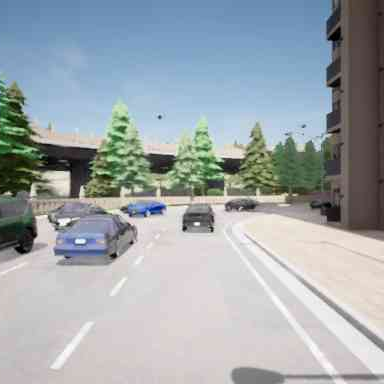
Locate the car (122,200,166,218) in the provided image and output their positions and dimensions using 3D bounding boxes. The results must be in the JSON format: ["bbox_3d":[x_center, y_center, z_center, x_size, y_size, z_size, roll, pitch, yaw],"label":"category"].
[{"bbox_3d":[-4.079,1.478,30.734,1.882,1.535,5.008,0,0,21],"label":"car"}]

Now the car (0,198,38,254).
[{"bbox_3d":[-7.044,1.221,10.598,2.150,2.045,5.566,0,0,1],"label":"car"}]

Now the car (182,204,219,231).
[{"bbox_3d":[0.562,1.506,20.722,1.837,1.490,4.892,0,0,7],"label":"car"}]

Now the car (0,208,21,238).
[{"bbox_3d":[-10.448,1.562,16.261,1.994,1.385,4.181,0,0,1],"label":"car"}]

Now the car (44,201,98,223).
[{"bbox_3d":[-9.340,1.525,26.221,1.812,1.442,4.674,0,0,12],"label":"car"}]

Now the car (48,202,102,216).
[{"bbox_3d":[-6.794,1.491,20.607,2.128,1.511,4.902,0,0,6],"label":"car"}]

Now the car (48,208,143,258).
[{"bbox_3d":[-3.390,1.547,12.642,2.033,1.411,5.357,0,0,0],"label":"car"}]

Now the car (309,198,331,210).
[{"bbox_3d":[16.896,1.498,41.333,4.902,1.511,2.128,0,0,-23],"label":"car"}]

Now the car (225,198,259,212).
[{"bbox_3d":[5.868,1.510,38.654,4.892,1.490,1.837,-1,0,-42],"label":"car"}]

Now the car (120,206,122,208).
[{"bbox_3d":[-5.394,1.547,35.811,2.033,1.411,5.357,0,0,30],"label":"car"}]
